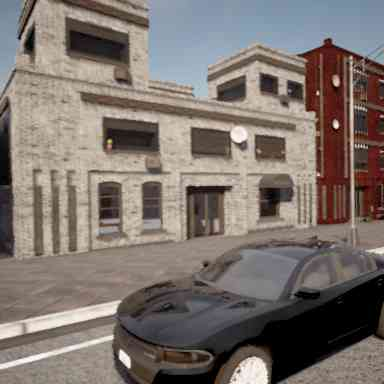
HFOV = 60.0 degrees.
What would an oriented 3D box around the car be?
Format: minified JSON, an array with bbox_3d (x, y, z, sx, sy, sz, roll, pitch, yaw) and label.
[{"bbox_3d":[1.331,1.476,4.940,5.008,1.535,1.882,0,0,-35],"label":"car"}]
